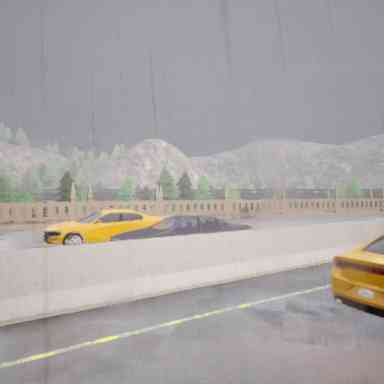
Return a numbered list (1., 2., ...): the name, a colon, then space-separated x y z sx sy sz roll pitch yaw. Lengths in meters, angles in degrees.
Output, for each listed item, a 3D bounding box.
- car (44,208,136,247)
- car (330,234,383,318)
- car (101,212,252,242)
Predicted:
1. car: -3.496 1.478 13.968 5.008 1.535 1.882 0 0 -31
2. car: 4.921 1.477 6.575 5.008 1.535 1.882 0 0 -30
3. car: -0.211 1.547 11.958 5.357 1.411 2.033 0 0 -31
